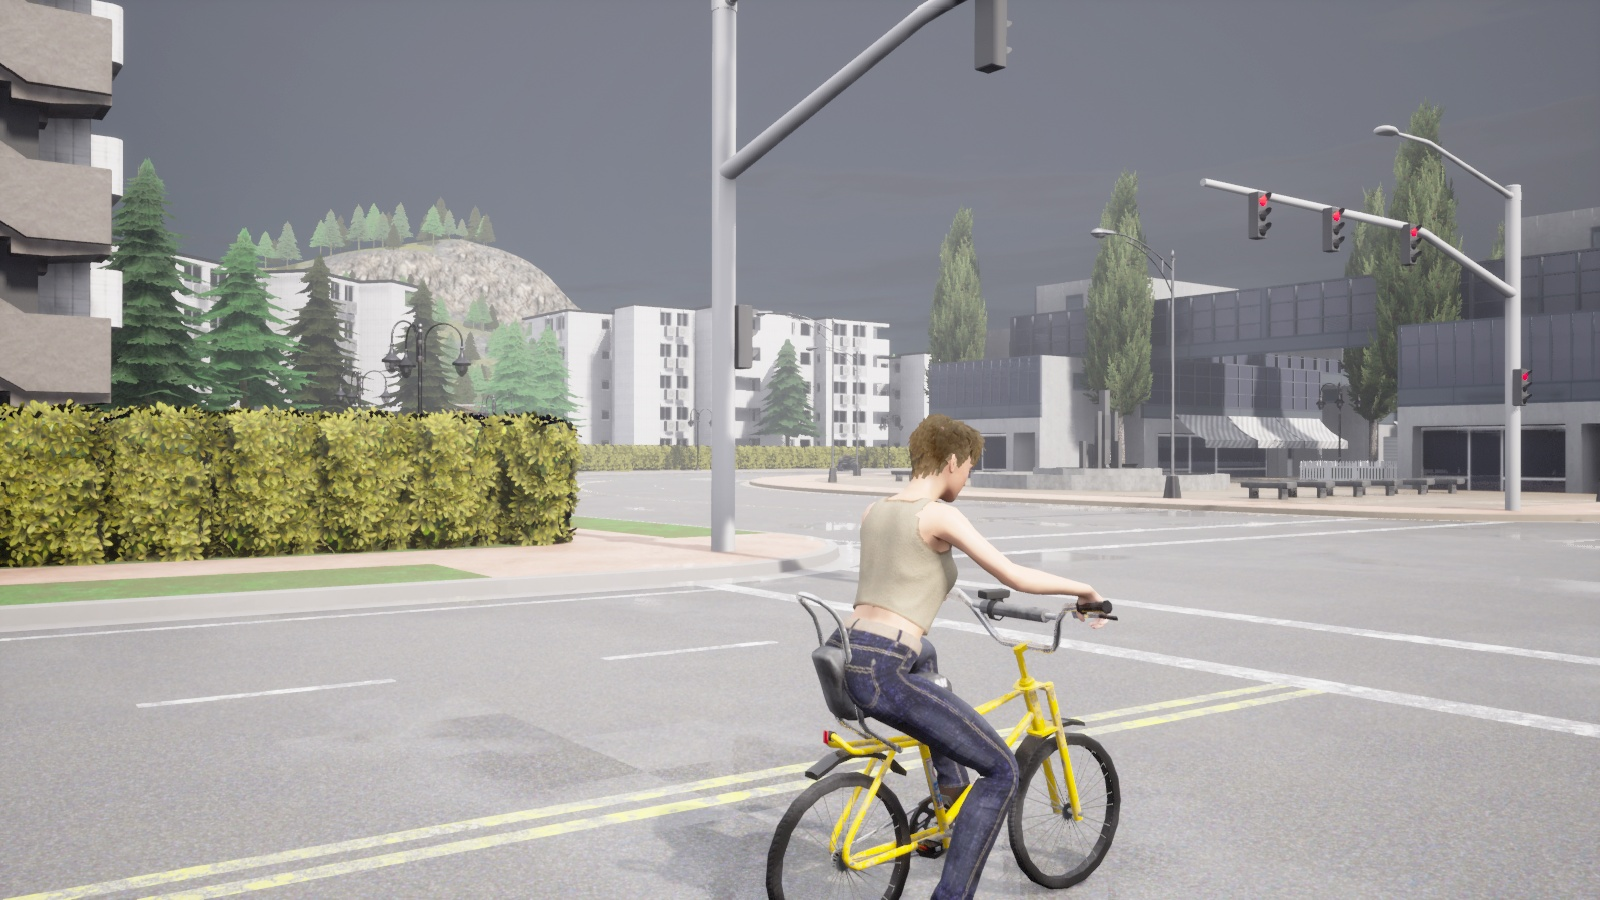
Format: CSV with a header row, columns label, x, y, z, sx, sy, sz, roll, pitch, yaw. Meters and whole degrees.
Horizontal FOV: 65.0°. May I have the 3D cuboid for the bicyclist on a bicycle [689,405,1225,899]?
label,x,y,z,sx,sy,sz,roll,pitch,yaw
bicyclist on a bicycle,0.520,0.690,4.026,1.509,1.612,0.866,0,0,-35
